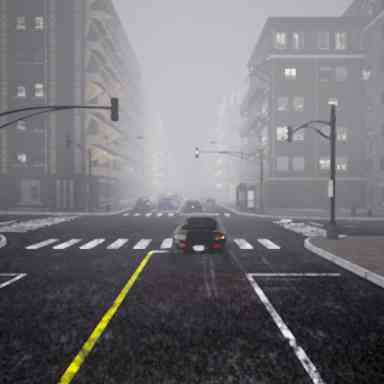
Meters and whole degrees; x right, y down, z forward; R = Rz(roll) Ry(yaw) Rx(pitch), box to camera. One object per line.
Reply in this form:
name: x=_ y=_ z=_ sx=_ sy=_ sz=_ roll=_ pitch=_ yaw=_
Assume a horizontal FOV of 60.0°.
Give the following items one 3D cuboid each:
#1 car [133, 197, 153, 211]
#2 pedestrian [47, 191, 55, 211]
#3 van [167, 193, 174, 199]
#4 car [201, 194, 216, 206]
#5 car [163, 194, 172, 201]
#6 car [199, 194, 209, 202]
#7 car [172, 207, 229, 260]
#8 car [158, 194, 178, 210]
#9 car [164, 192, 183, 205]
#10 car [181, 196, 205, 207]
car: x=-5.701 y=1.320 z=38.901 sx=1.967 sy=1.590 sz=4.097 roll=0 pitch=0 yaw=0
pedestrian: x=-12.719 y=0.811 z=29.891 sx=0.375 sy=1.860 sz=0.375 roll=0 pitch=-1 yaw=-1
van: x=-5.712 y=1.069 z=89.649 sx=1.690 sy=1.788 sz=3.998 roll=0 pitch=0 yaw=0
car: x=2.677 y=1.397 z=50.175 sx=2.008 sy=1.369 sz=4.403 roll=0 pitch=0 yaw=0
car: x=-5.709 y=1.288 z=78.202 sx=1.752 sy=1.417 sz=4.829 roll=0 pitch=0 yaw=0
car: x=2.672 y=1.220 z=72.729 sx=1.967 sy=1.590 sz=4.097 roll=0 pitch=0 yaw=0
car: x=0.342 y=1.488 z=12.146 sx=1.812 sy=1.442 sz=4.674 roll=0 pitch=0 yaw=3
car: x=-3.097 y=1.351 z=41.079 sx=1.882 sy=1.535 sz=5.008 roll=0 pitch=0 yaw=0
car: x=-3.073 y=1.181 z=56.181 sx=2.097 sy=1.767 sz=4.553 roll=0 pitch=0 yaw=0
car: x=0.091 y=1.454 z=35.526 sx=1.994 sy=1.385 sz=4.181 roll=0 pitch=0 yaw=0
